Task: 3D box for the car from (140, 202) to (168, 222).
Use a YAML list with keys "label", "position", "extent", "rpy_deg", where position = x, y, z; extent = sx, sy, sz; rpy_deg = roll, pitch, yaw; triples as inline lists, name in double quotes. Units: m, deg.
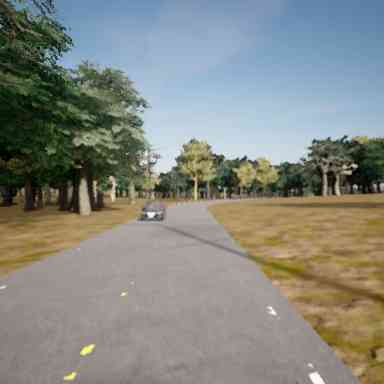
- label: "car"
  position: [-3.092, 1.568, 27.638]
  extent: [2.128, 1.511, 4.902]
  rpy_deg: [0, 0, 0]
